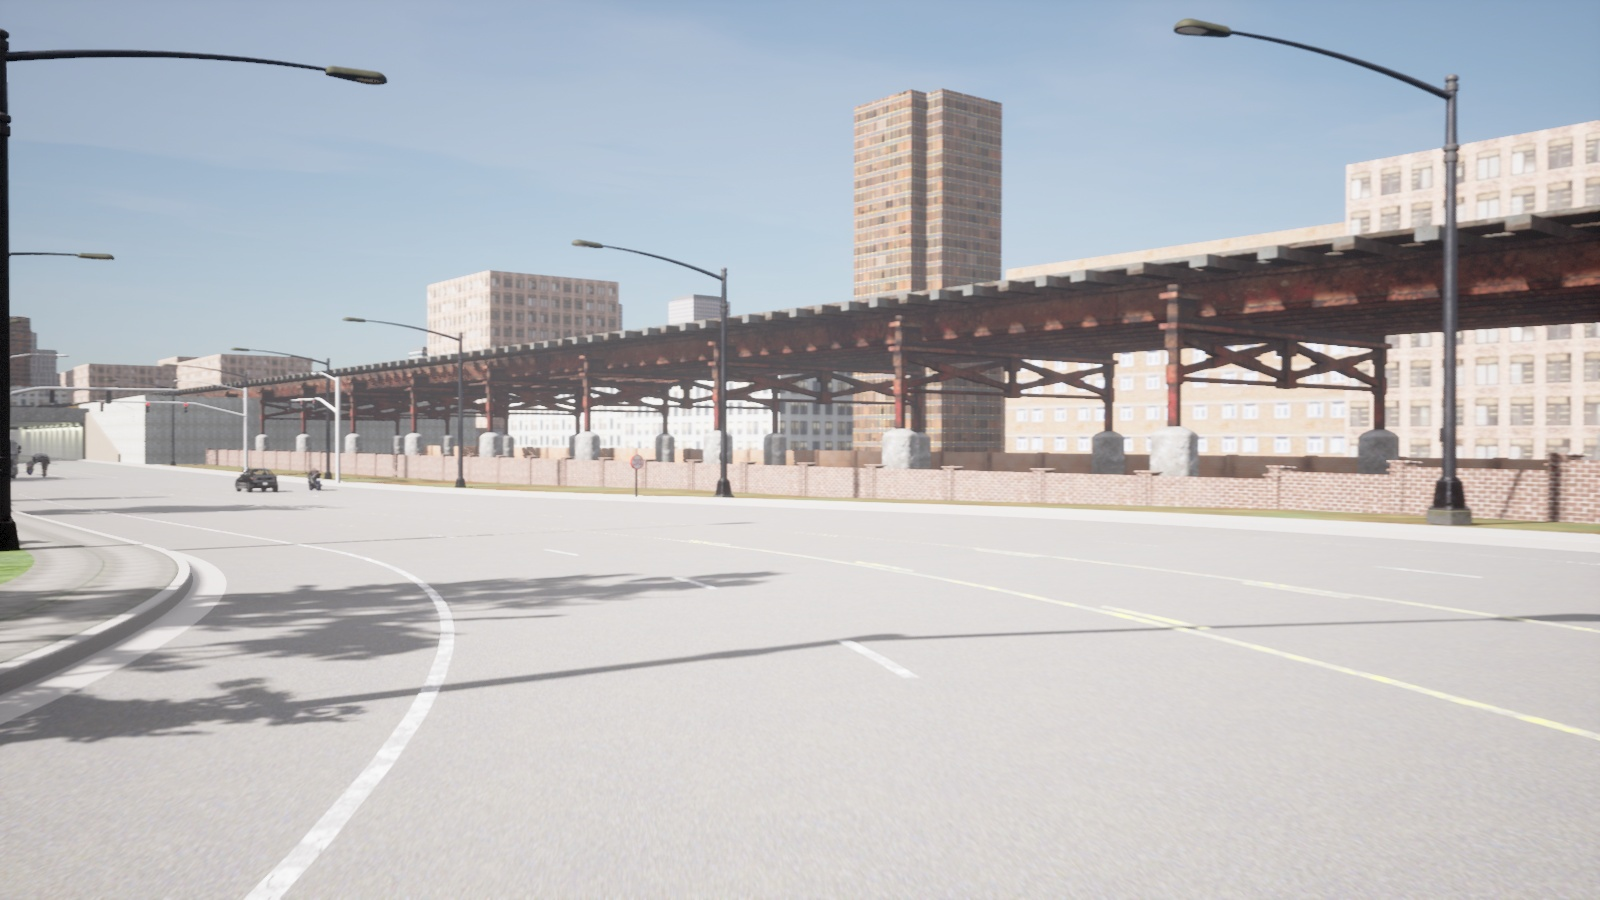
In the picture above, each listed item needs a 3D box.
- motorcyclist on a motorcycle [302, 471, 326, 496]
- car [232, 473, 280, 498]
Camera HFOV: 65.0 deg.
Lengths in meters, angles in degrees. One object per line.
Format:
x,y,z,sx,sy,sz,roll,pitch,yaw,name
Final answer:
-31.126,2.157,80.422,0.866,1.530,2.191,-1,0,-37,motorcyclist on a motorcycle
-33.953,2.164,78.359,1.816,1.474,4.193,-1,0,-37,car
